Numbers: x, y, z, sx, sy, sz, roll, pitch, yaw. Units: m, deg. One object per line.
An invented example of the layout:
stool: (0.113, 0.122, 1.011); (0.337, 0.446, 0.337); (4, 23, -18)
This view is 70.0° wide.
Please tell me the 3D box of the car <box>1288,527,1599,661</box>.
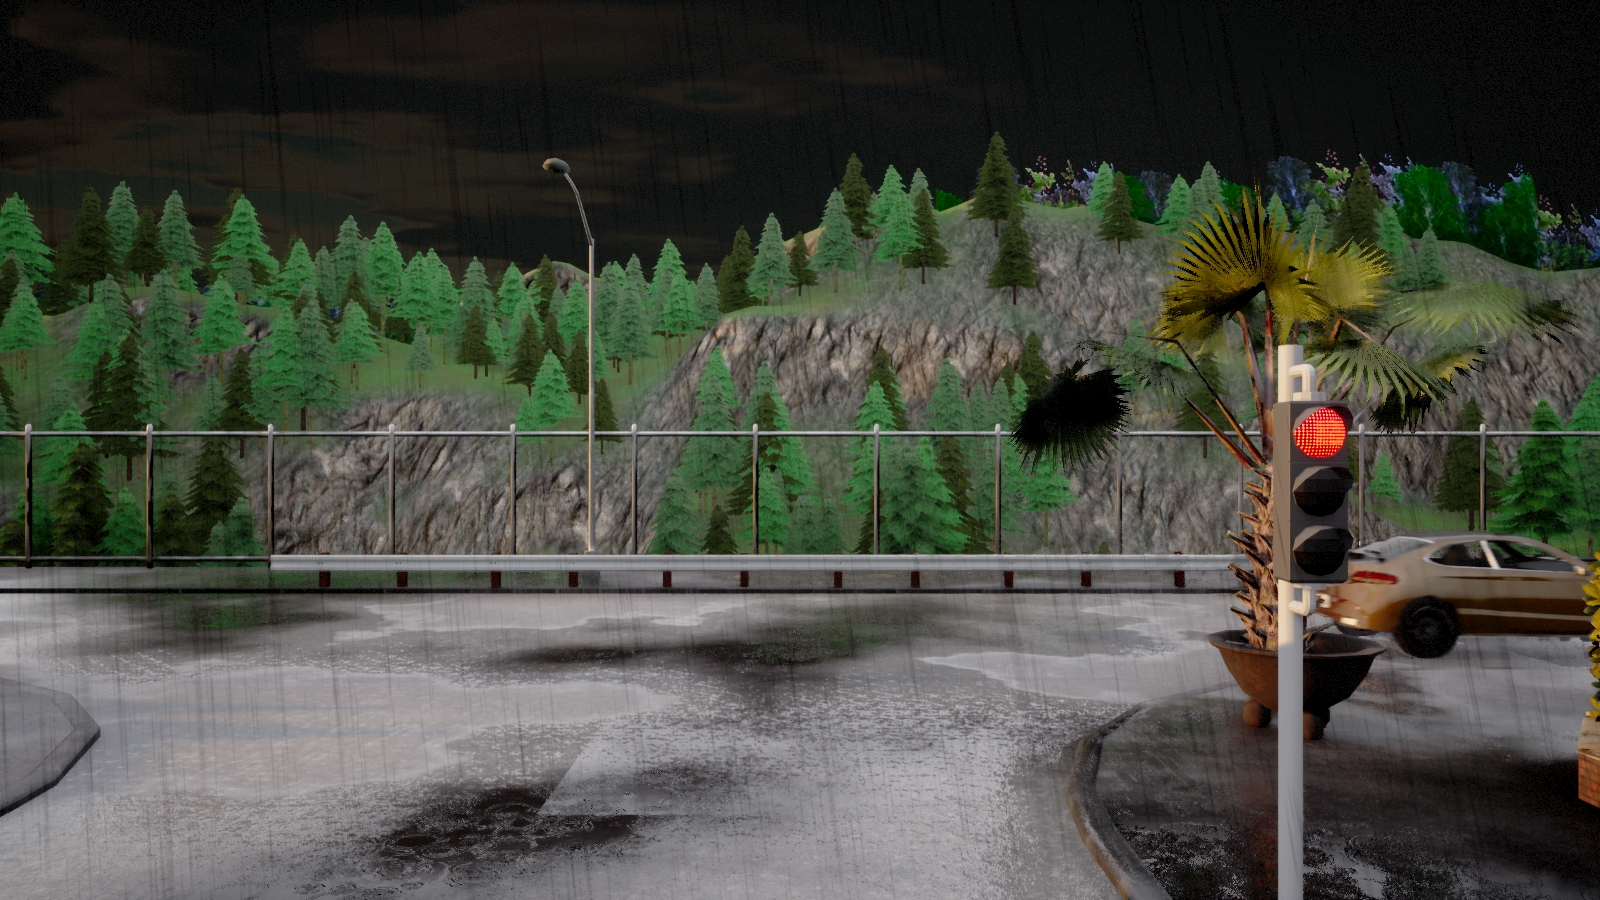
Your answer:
car: (9.953, 1.992, 16.326); (5.027, 1.651, 2.152); (0, 0, 0)
